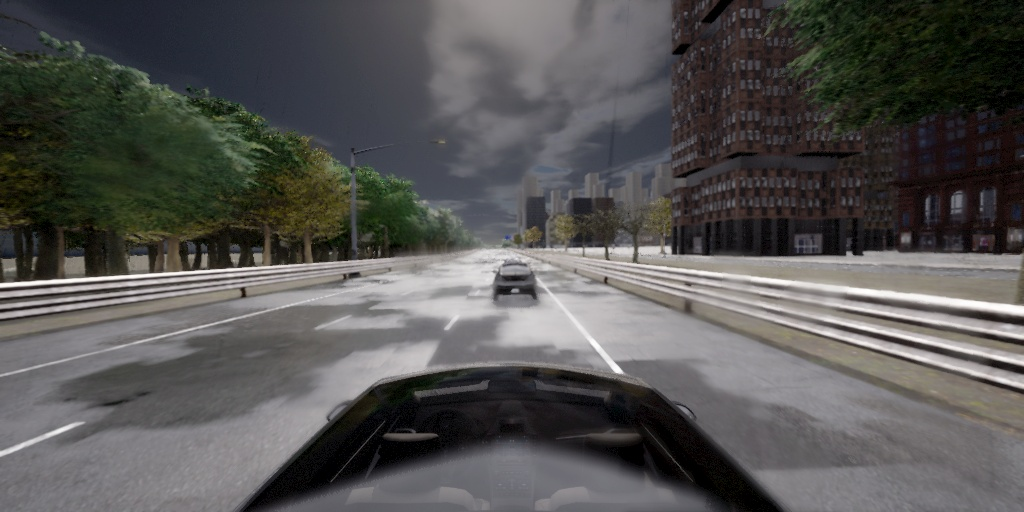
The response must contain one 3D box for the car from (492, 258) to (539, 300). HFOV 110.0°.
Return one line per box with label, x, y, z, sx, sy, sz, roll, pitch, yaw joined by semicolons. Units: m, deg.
car;0.145;1.043;16.299;1.837;1.490;4.892;-1;1;0
